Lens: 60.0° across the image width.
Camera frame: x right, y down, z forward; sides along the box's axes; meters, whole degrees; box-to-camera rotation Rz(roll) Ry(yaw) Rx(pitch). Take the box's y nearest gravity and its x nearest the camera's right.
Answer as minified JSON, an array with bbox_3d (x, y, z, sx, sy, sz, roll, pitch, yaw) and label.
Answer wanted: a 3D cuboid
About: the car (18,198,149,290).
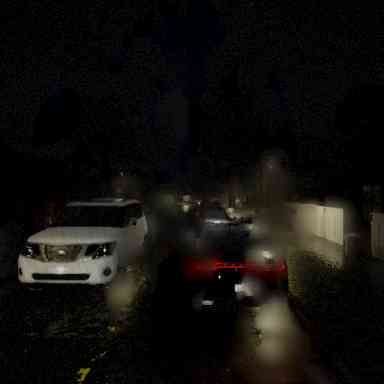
[{"bbox_3d":[-2.611,1.224,9.489,2.150,2.045,5.566,0,0,1],"label":"car"}]

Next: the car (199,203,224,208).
[{"bbox_3d":[1.166,1.533,18.071,1.812,1.442,4.674,0,0,2],"label":"car"}]

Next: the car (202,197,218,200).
[{"bbox_3d":[2.190,1.523,45.887,2.128,1.511,4.902,0,0,6],"label":"car"}]

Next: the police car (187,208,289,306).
[{"bbox_3d":[0.896,1.428,8.228,1.930,1.638,5.238,0,0,1],"label":"police car"}]

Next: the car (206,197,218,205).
[{"bbox_3d":[3.758,1.651,61.045,1.895,1.301,4.718,0,0,7],"label":"car"}]

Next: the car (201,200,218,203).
[{"bbox_3d":[1.424,1.537,24.040,1.812,1.442,4.674,0,0,3],"label":"car"}]
